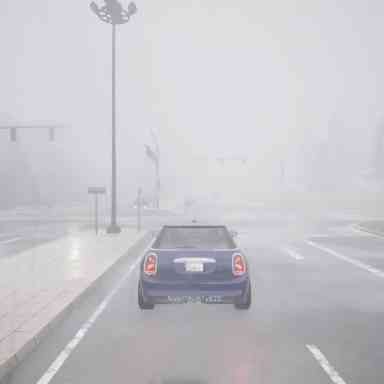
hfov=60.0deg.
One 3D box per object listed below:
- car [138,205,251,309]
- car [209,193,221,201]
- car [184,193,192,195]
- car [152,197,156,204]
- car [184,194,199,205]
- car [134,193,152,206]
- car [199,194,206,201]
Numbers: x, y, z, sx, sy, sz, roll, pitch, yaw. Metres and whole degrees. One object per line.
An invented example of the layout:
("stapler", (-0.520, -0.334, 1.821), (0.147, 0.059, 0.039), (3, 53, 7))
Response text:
("car", (0.058, 1.352, 8.008), (2.097, 1.767, 4.553), (0, 0, 0))
("car", (6.226, 1.215, 85.128), (2.150, 2.045, 5.566), (0, 0, -1))
("car", (-0.779, 1.489, 85.331), (1.837, 1.490, 4.892), (0, 0, -1))
("car", (-8.466, 1.564, 65.603), (1.994, 1.385, 4.181), (0, 0, 0))
("car", (-0.245, 1.526, 54.827), (1.812, 1.442, 4.674), (0, 0, -1))
("car", (-8.344, 1.352, 55.657), (2.097, 1.767, 4.553), (0, 0, -1))
("car", (2.720, 1.513, 85.394), (1.812, 1.442, 4.674), (0, 0, -1))
